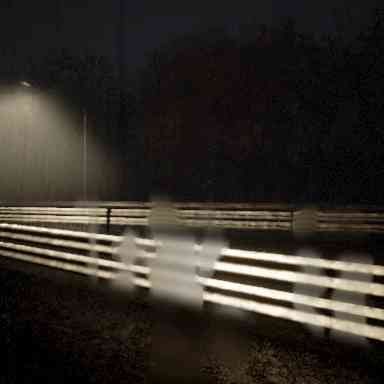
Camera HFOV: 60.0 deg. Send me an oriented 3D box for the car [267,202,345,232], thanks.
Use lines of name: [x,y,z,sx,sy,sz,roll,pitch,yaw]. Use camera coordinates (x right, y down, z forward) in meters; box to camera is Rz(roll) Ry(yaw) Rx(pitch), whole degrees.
car: [7.011,1.417,20.726,4.553,1.767,2.097,0,0,18]
